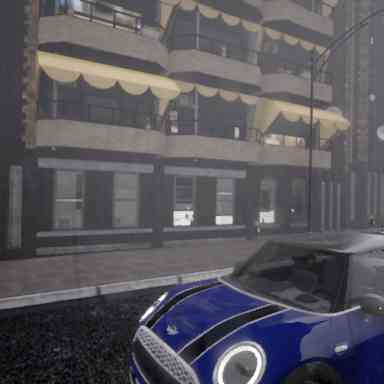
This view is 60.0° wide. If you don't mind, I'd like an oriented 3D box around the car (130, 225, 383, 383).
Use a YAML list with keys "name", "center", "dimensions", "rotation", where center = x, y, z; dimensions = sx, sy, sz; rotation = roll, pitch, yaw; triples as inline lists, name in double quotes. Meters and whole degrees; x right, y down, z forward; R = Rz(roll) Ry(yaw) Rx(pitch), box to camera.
- name: "car"
  center: [1.571, 1.361, 4.176]
  dimensions: [4.553, 1.767, 2.097]
  rotation: [0, 0, -31]
